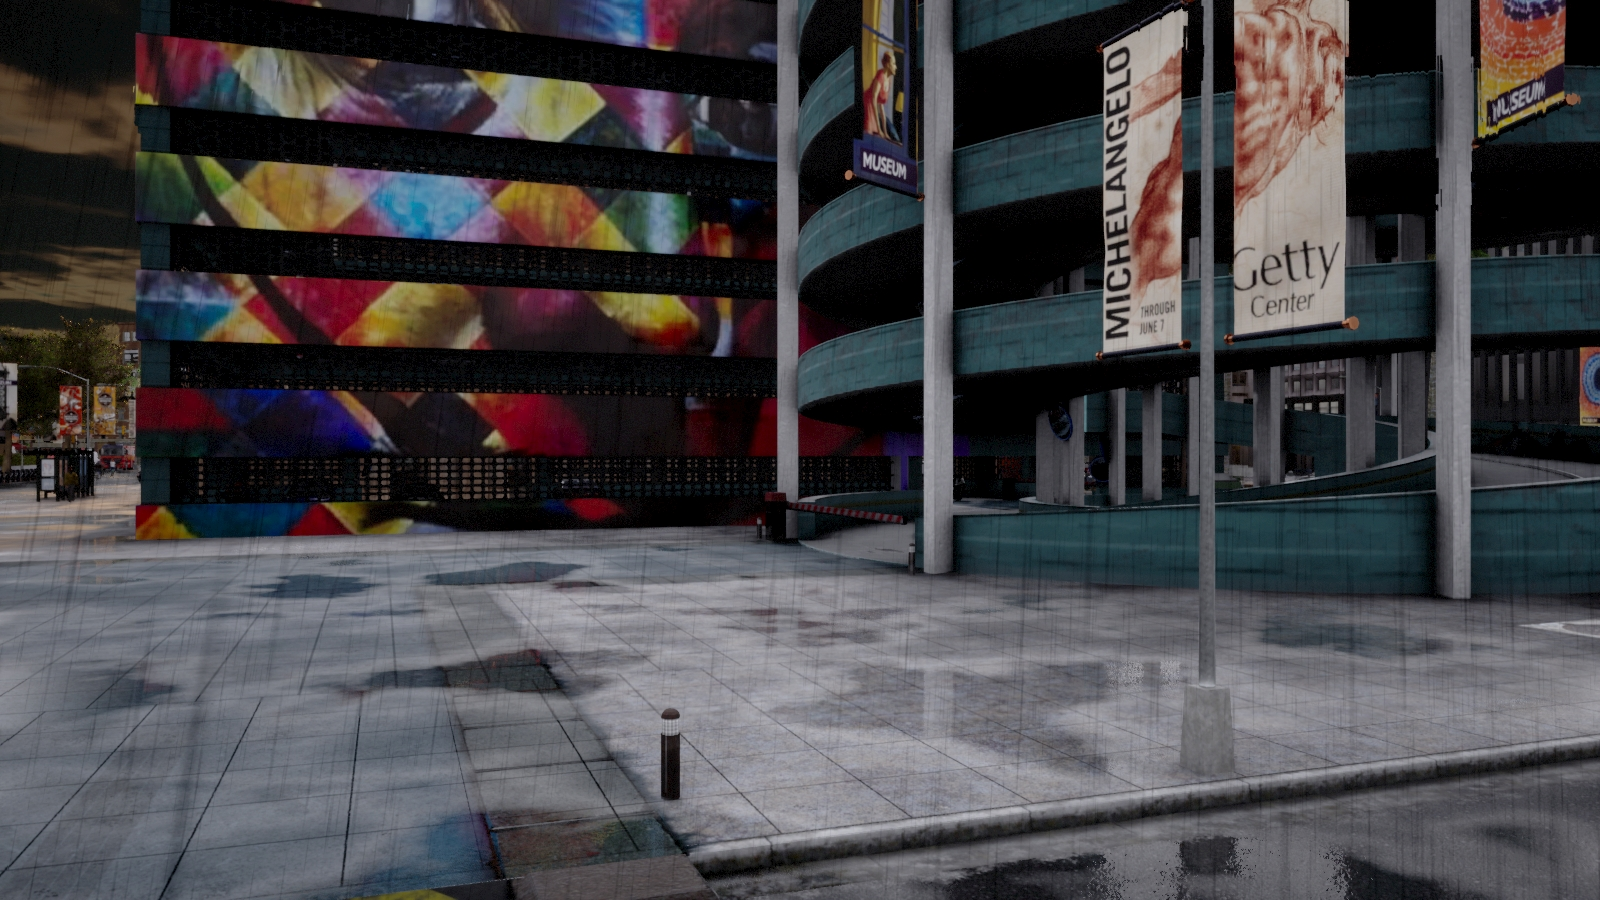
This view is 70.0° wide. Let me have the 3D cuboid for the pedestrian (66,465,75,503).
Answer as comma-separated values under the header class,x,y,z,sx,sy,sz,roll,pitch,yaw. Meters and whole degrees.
class,x,y,z,sx,sy,sz,roll,pitch,yaw
pedestrian,-36.070,1.691,56.504,0.375,1.860,0.375,0,0,-29
